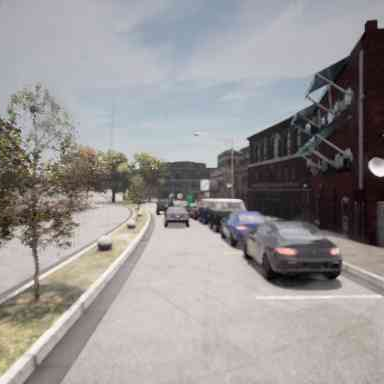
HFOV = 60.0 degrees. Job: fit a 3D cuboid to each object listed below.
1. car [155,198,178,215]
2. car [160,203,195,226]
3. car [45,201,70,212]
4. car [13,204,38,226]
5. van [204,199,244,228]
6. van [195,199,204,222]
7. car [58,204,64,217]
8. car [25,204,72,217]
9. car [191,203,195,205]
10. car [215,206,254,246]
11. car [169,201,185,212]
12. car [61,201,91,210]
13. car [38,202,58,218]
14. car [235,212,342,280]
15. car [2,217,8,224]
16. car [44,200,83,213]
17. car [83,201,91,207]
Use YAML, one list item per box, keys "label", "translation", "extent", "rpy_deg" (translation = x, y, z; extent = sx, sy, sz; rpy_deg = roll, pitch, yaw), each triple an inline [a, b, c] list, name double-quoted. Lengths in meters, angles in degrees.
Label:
- label: "car"
  translation: [-3.508, 1.827, 42.942]
  extent: [2.150, 2.045, 5.566]
  rpy_deg: [0, -1, -9]
- label: "car"
  translation: [-1.247, 1.800, 25.520]
  extent: [2.033, 1.411, 5.357]
  rpy_deg: [0, -1, -6]
- label: "car"
  translation: [-16.286, 2.058, 36.307]
  extent: [4.792, 1.488, 2.163]
  rpy_deg: [0, -1, -8]
- label: "car"
  translation: [-14.862, 1.817, 25.352]
  extent: [4.792, 1.488, 2.163]
  rpy_deg: [0, -1, -6]
- label: "van"
  translation: [2.110, 1.421, 21.193]
  extent: [1.878, 1.987, 4.442]
  rpy_deg: [0, -1, -4]
- label: "van"
  translation: [1.602, 1.520, 26.707]
  extent: [1.878, 1.987, 4.442]
  rpy_deg: [0, -1, -5]
- label: "car"
  translation: [-15.950, 2.001, 33.599]
  extent: [4.792, 1.488, 2.163]
  rpy_deg: [0, -1, -8]
- label: "car"
  translation: [-16.739, 2.123, 39.000]
  extent: [4.674, 1.452, 2.002]
  rpy_deg: [0, -1, -9]
- label: "car"
  translation: [1.004, 1.887, 32.129]
  extent: [2.163, 1.488, 4.792]
  rpy_deg: [0, -1, -6]
- label: "car"
  translation: [2.487, 1.609, 15.531]
  extent: [2.002, 1.452, 4.674]
  rpy_deg: [0, -1, -3]
- label: "car"
  translation: [-2.480, 2.256, 53.236]
  extent: [1.882, 1.535, 5.008]
  rpy_deg: [0, -1, -11]
- label: "car"
  translation: [-20.959, 2.450, 60.356]
  extent: [4.892, 1.521, 2.231]
  rpy_deg: [0, -1, -12]
- label: "car"
  translation: [-15.548, 1.913, 30.898]
  extent: [4.892, 1.521, 2.231]
  rpy_deg: [0, -1, -7]
- label: "car"
  translation: [2.774, 1.556, 9.996]
  extent: [2.002, 1.452, 4.674]
  rpy_deg: [0, 0, -2]
- label: "car"
  translation: [-14.338, 1.430, 19.917]
  extent: [5.566, 2.045, 2.435]
  rpy_deg: [0, -1, -4]
- label: "car"
  translation: [-17.003, 2.133, 41.723]
  extent: [5.366, 1.575, 1.946]
  rpy_deg: [0, -1, -10]
- label: "car"
  translation: [-19.260, 2.076, 52.281]
  extent: [5.566, 2.045, 2.435]
  rpy_deg: [0, -1, -12]
